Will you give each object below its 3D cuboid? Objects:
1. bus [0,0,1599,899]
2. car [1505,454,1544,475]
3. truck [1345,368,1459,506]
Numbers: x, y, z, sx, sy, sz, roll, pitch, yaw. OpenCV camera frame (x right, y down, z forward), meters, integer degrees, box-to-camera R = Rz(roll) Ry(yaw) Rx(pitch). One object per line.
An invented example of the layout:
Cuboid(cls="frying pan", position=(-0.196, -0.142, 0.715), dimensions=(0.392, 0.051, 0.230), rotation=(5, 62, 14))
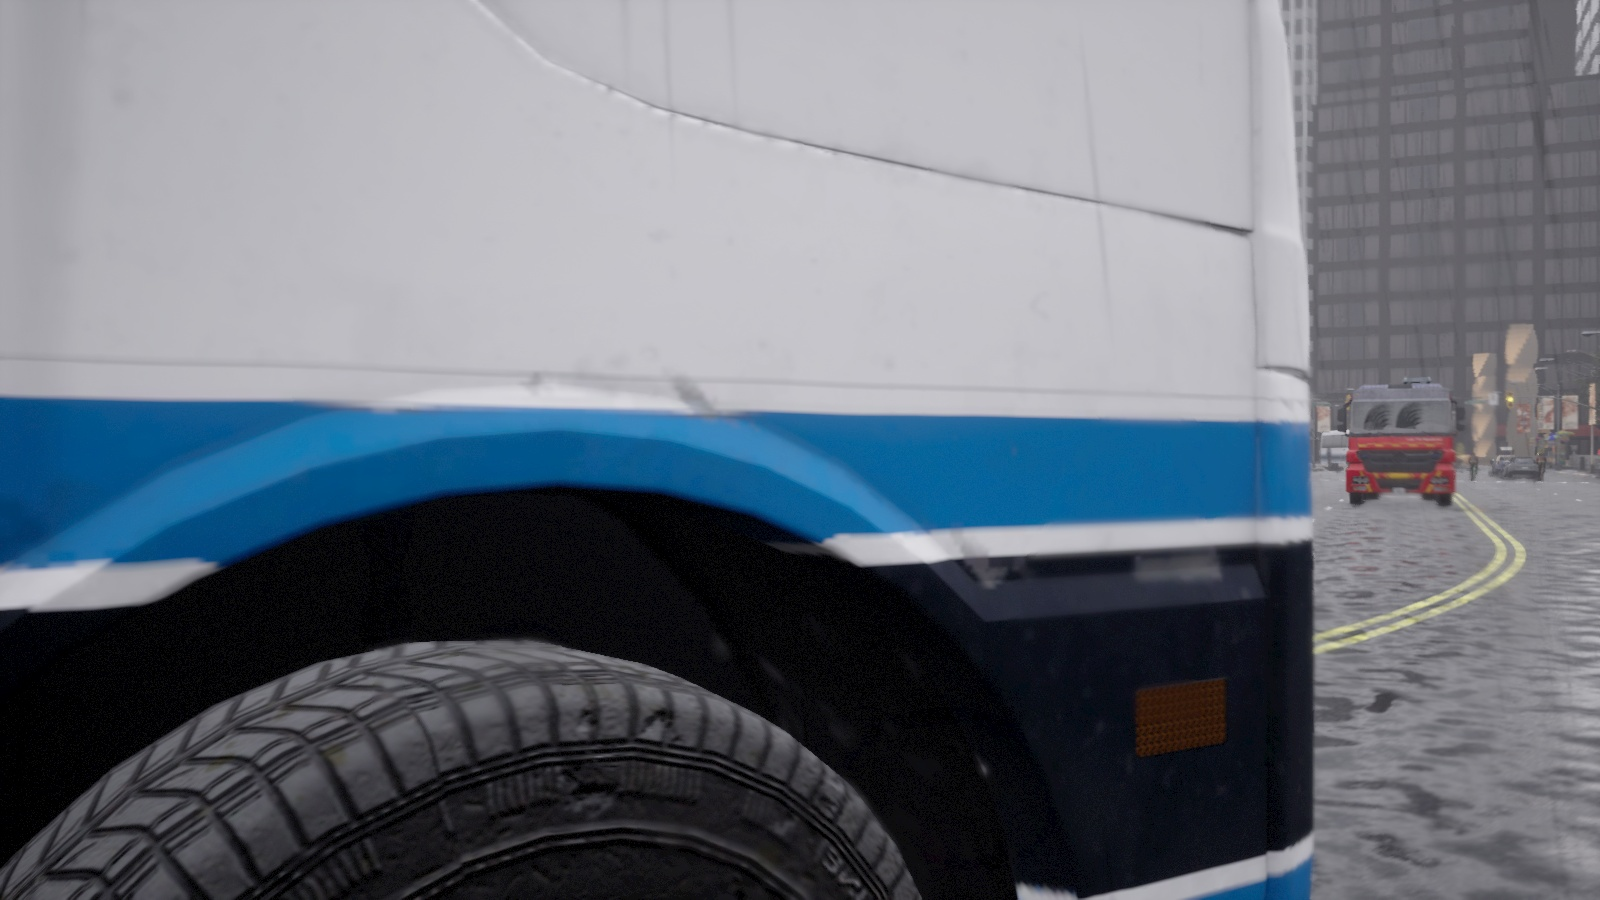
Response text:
Cuboid(cls="bus", position=(-3.641, -0.619, 1.061), dimensions=(10.273, 4.253, 3.944), rotation=(0, 0, -31))
Cuboid(cls="car", position=(48.498, 0.944, 84.105), dimensions=(1.994, 1.385, 4.181), rotation=(0, 0, 26))
Cuboid(cls="truck", position=(18.850, -0.347, 39.320), dimensions=(2.891, 3.827, 8.468), rotation=(0, 0, 26))
